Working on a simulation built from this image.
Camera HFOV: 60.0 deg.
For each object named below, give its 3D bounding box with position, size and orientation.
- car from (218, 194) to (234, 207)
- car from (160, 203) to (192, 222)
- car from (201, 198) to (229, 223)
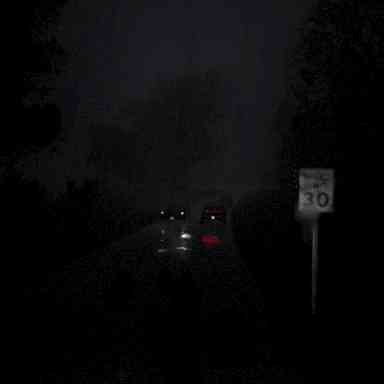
[{"bbox_3d":[4.278,1.043,42.774,2.128,1.511,4.902,1,2,10],"label":"car"},{"bbox_3d":[-1.170,1.542,26.083,1.895,1.301,4.718,1,1,7],"label":"car"},{"bbox_3d":[1.713,1.485,25.305,1.837,1.490,4.892,0,0,6],"label":"car"}]
